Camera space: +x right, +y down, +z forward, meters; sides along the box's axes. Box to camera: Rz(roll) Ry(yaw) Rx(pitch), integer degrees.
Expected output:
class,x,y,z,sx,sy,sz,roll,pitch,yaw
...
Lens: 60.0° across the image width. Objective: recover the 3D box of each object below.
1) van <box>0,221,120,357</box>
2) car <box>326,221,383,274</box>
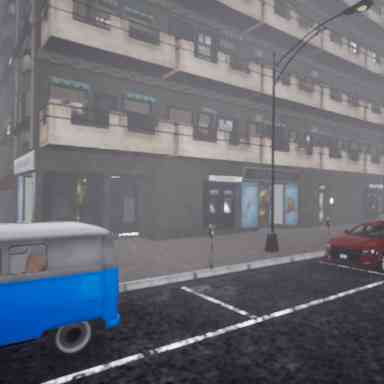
class,x,y,z,sx,sy,sz,roll,pitch,yaw
van,-2.968,1.341,4.434,3.998,1.788,1.690,1,0,-35
car,6.249,1.654,11.011,4.507,1.381,1.887,1,0,-35
